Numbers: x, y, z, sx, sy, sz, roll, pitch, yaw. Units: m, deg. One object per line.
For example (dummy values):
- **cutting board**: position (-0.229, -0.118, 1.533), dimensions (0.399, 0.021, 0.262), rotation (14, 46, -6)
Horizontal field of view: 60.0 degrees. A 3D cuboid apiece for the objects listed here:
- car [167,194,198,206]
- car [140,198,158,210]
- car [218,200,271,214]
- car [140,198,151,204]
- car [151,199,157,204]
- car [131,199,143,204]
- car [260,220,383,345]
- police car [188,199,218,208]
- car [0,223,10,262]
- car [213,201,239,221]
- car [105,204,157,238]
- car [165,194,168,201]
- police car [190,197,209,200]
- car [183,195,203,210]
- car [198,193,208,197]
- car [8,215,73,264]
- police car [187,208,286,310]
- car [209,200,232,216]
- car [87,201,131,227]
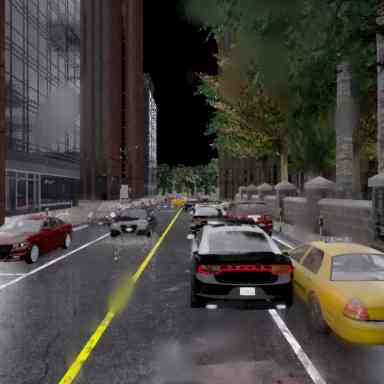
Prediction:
- **car**: position (-1.480, 1.498, 53.890), dimensions (1.882, 1.535, 5.008), rotation (1, 0, -38)
- **car**: position (-5.679, 1.541, 44.425), dimensions (1.752, 1.417, 4.829), rotation (0, 0, 0)
- **car**: position (2.796, 1.319, 17.297), dimensions (2.192, 1.841, 5.009), rotation (0, 0, 0)
- **car**: position (-5.699, 1.555, 33.681), dimensions (1.887, 1.381, 4.507), rotation (0, 0, 0)
- **car**: position (-5.689, 1.453, 39.138), dimensions (1.967, 1.590, 4.097), rotation (0, 0, 0)
- **car**: position (-5.709, 1.559, 28.224), dimensions (2.008, 1.369, 4.403), rotation (0, 0, 0)
- **car**: position (2.775, 1.526, 6.554), dimensions (1.752, 1.417, 4.829), rotation (0, 0, 0)
- **police car**: position (0.917, 1.430, 18.045), dimensions (1.930, 1.638, 5.238), rotation (0, 0, 0)
- **car**: position (-5.750, 1.545, 6.395), dimensions (1.887, 1.381, 4.507), rotation (0, 0, 0)
- **car**: position (2.816, 1.534, 28.380), dimensions (1.752, 1.417, 4.829), rotation (0, 0, 0)
- **car**: position (-2.966, 1.568, 17.615), dimensions (1.994, 1.385, 4.181), rotation (0, 0, 0)
- **car**: position (-5.608, 1.359, 82.003), dimensions (2.192, 1.841, 5.009), rotation (0, 0, 0)
- **police car**: position (0.946, 1.432, 24.045), dimensions (1.930, 1.638, 5.238), rotation (0, 0, 0)
- **car**: position (0.082, 1.521, 42.856), dimensions (1.837, 1.490, 4.892), rotation (0, 0, 0)
- **car**: position (2.907, 1.479, 76.549), dimensions (1.967, 1.590, 4.097), rotation (0, 0, 0)
- **car**: position (-5.740, 1.546, 11.853), dimensions (1.887, 1.381, 4.507), rotation (0, 0, 0)
- **police car**: position (0.916, 1.427, 8.045), dimensions (1.930, 1.638, 5.238), rotation (0, 0, 0)
- **car**: position (2.826, 1.577, 33.667), dimensions (1.947, 1.339, 4.313), rotation (0, 0, 0)
- **car**: position (-5.719, 1.446, 22.767), dimensions (1.967, 1.590, 4.097), rotation (0, 0, 0)
